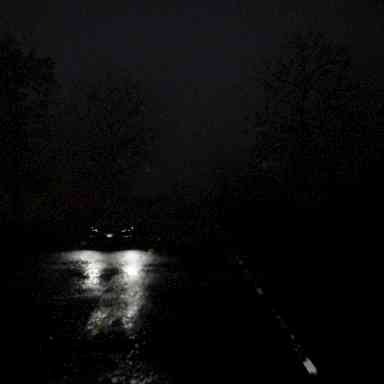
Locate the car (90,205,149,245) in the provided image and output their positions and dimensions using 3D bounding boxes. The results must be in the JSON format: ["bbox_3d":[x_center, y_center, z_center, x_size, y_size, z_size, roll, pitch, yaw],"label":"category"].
[{"bbox_3d":[-3.091,1.391,14.915,1.837,1.490,4.892,0,0,0],"label":"car"}]
